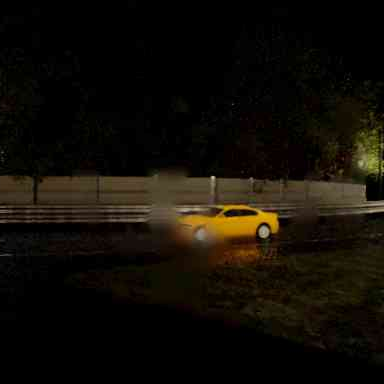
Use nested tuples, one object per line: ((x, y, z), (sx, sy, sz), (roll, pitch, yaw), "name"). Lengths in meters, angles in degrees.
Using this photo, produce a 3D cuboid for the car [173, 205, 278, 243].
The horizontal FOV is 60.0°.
((1.603, 1.375, 15.477), (5.008, 1.535, 1.882), (0, 0, -21), "car")
